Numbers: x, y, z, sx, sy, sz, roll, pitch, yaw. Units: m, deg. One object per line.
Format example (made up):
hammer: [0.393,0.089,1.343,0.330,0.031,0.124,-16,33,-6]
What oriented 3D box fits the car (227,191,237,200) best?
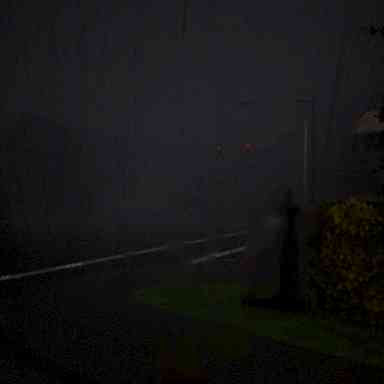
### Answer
car: [8.178,0.564,60.332,2.097,1.767,4.553,0,1,35]

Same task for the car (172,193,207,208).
car: [0.062,1.188,42.732,1.882,1.535,5.008,0,1,35]

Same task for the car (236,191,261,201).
car: [10.125,0.752,57.039,2.128,1.511,4.902,0,1,35]

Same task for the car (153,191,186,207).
car: [-2.794,0.921,44.758,2.150,2.045,5.566,0,1,36]
